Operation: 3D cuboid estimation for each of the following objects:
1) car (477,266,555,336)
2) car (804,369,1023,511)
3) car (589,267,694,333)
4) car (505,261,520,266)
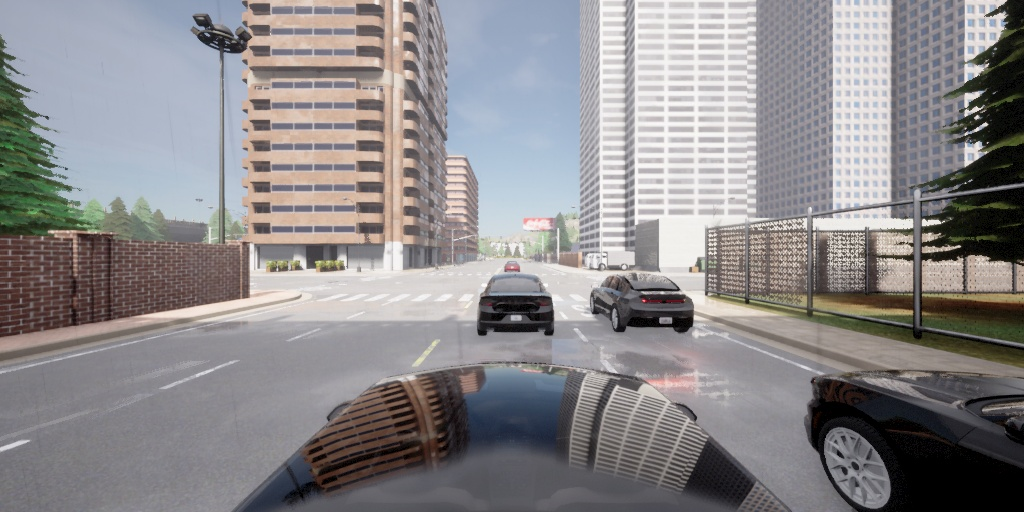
[{"bbox_3d":[0.087,1.228,10.452,1.882,1.535,5.008,0,0,0],"label":"car"},{"bbox_3d":[3.602,1.228,1.200,1.882,1.535,5.008,0,0,0],"label":"car"},{"bbox_3d":[3.622,1.255,10.775,1.837,1.490,4.892,0,0,1],"label":"car"},{"bbox_3d":[0.028,1.314,45.325,1.994,1.385,4.181,0,0,-1],"label":"car"}]
